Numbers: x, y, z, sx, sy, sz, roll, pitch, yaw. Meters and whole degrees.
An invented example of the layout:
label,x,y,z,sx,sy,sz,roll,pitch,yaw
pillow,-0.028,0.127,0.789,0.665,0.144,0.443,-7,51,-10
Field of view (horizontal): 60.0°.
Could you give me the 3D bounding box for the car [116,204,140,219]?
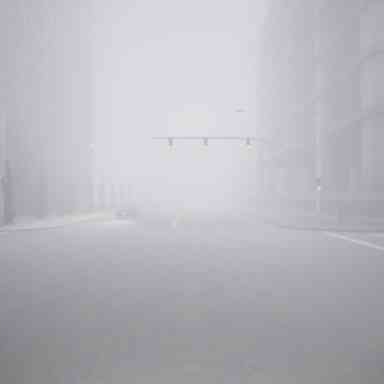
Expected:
label,x,y,z,sx,sy,sz,roll,pitch,yaw
car,-6.585,1.965,34.624,2.128,1.511,4.902,0,-1,1
